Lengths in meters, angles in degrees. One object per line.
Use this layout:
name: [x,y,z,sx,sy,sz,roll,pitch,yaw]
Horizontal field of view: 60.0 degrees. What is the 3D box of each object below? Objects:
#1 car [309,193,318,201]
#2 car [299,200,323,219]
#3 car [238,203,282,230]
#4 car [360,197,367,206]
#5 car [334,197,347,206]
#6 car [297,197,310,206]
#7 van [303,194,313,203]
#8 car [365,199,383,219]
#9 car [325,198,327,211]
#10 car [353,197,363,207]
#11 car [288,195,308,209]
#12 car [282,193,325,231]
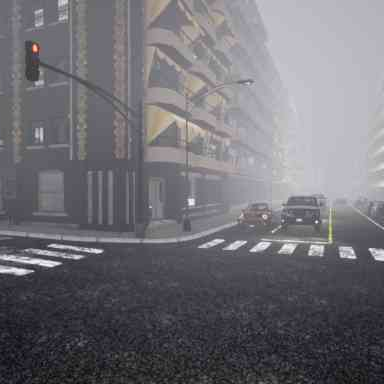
car: [32.398,1.304,88.713,2.192,1.841,5.009,0,0,23]
car: [10.957,1.502,30.491,1.837,1.490,4.892,0,0,23]
car: [4.210,1.438,21.045,1.967,1.590,4.097,0,0,23]
car: [18.449,1.541,33.432,1.887,1.381,4.507,0,0,23]
car: [25.130,1.559,56.202,1.994,1.385,4.181,0,0,23]
car: [19.323,1.521,57.324,1.752,1.417,4.829,0,0,23]
van: [23.725,1.335,67.892,1.690,1.788,3.998,0,0,23]
car: [16.281,1.547,28.228,2.008,1.369,4.403,0,0,23]
car: [15.092,1.218,40.392,2.150,2.045,5.566,0,0,23]
car: [24.954,1.435,49.049,1.967,1.590,4.097,0,0,23]
car: [15.051,1.311,47.071,2.192,1.841,5.009,0,0,23]
car: [7.065,1.219,21.156,2.150,2.045,5.566,0,0,23]
